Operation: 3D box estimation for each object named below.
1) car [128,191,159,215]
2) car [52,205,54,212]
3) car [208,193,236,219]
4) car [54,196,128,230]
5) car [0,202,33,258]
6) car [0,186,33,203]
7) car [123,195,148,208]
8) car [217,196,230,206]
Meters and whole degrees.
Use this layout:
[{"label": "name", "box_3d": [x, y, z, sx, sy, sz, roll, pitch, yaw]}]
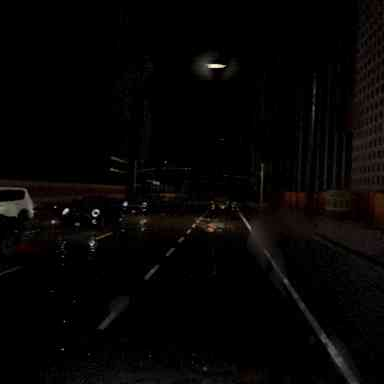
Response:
[{"label": "car", "box_3d": [-4.422, 0.987, 28.757, 2.097, 1.767, 4.553, 2, 0, 6]}, {"label": "car", "box_3d": [-8.369, 1.102, 24.630, 1.895, 1.301, 4.718, 2, 0, 6]}, {"label": "car", "box_3d": [2.678, 1.265, 28.666, 2.097, 1.767, 4.553, 2, 0, 6]}, {"label": "car", "box_3d": [-5.438, 1.010, 18.657, 2.097, 1.767, 4.553, 2, 0, 6]}, {"label": "car", "box_3d": [-6.451, 1.173, 8.568, 2.128, 1.511, 4.902, 2, 0, 6]}, {"label": "car", "box_3d": [-9.343, 0.746, 14.720, 2.150, 2.045, 5.566, 2, 0, 6]}, {"label": "car", "box_3d": [-6.741, 1.080, 40.121, 1.994, 1.385, 4.181, 2, 0, 6]}, {"label": "car", "box_3d": [5.206, 1.436, 54.310, 1.994, 1.385, 4.181, 2, 0, 6]}]
